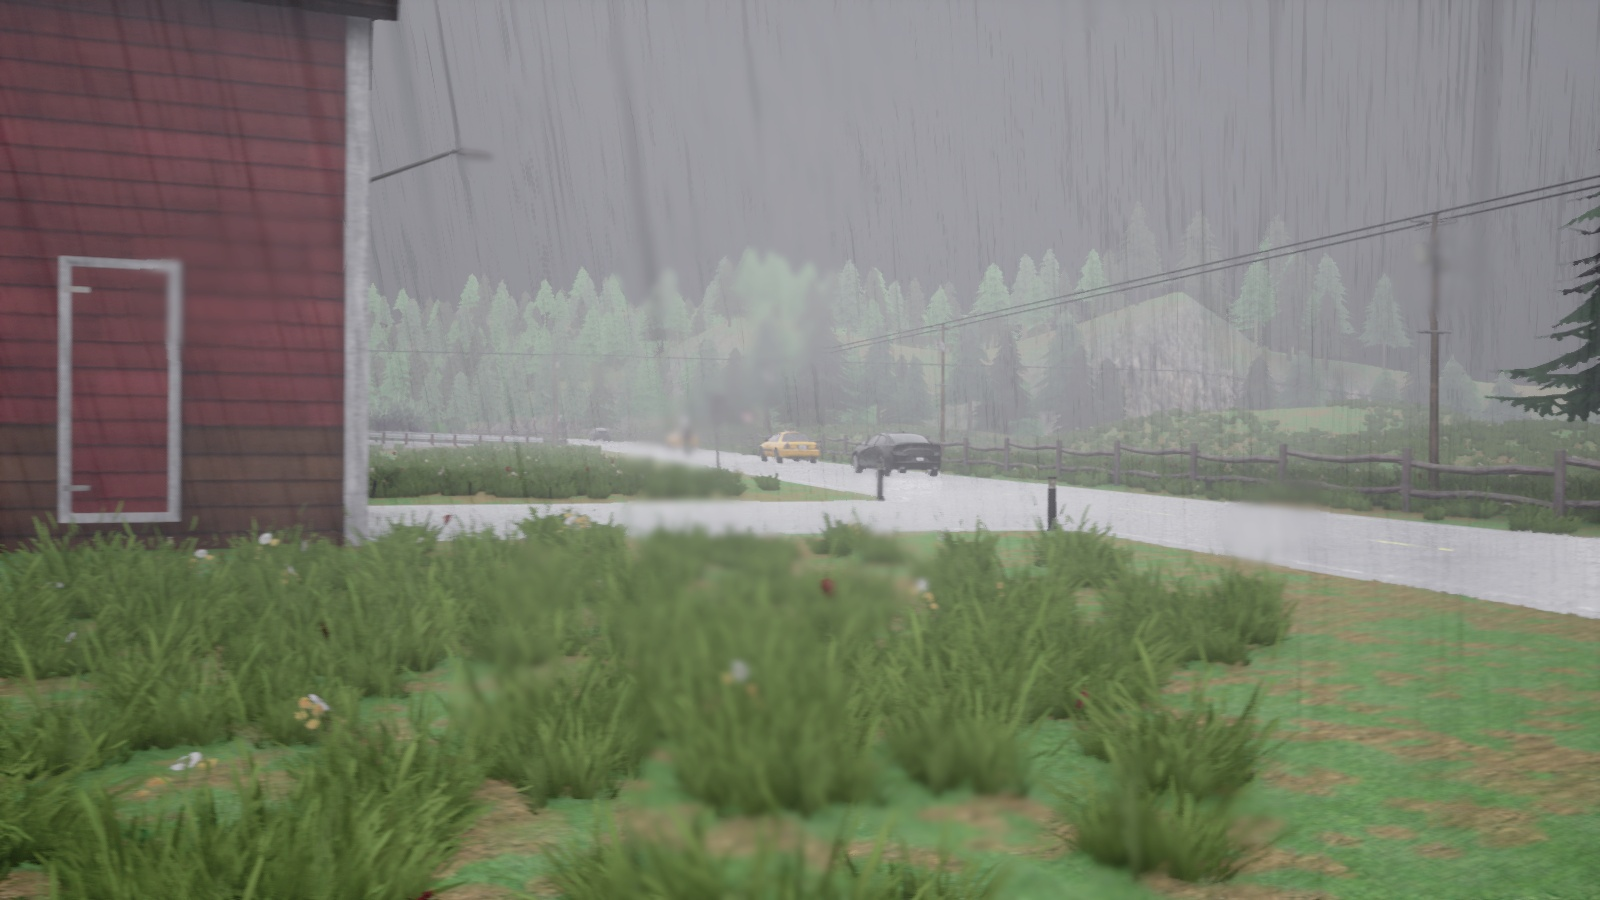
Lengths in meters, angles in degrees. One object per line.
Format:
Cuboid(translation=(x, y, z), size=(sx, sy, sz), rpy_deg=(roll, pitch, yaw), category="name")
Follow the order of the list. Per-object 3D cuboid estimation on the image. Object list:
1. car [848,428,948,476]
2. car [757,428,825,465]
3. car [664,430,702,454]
Cuboid(translation=(3.332, 0.028, 43.777), size=(1.882, 1.535, 5.008), rpy_deg=(-1, 1, -15), category="car")
Cuboid(translation=(-0.482, -0.199, 57.833), size=(1.801, 1.575, 5.366), rpy_deg=(-1, 1, -15), category="car")
Cuboid(translation=(-8.067, -0.579, 86.188), size=(1.801, 1.575, 5.366), rpy_deg=(-1, 1, -15), category="car")
